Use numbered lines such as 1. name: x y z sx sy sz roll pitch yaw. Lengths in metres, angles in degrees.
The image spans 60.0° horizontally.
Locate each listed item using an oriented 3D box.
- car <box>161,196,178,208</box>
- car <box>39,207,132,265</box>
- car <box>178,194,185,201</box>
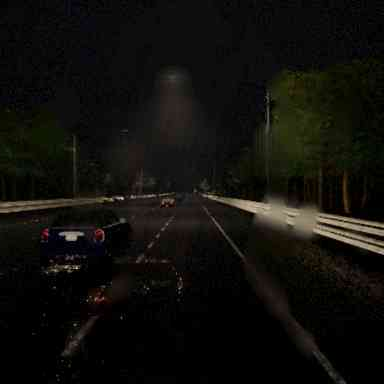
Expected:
1. car: -3.487 1.634 48.977 1.895 1.301 4.718 0 0 0
2. car: -3.499 1.356 11.781 2.097 1.767 4.553 0 0 0
3. car: -3.472 1.675 88.652 1.994 1.385 4.181 0 0 0
